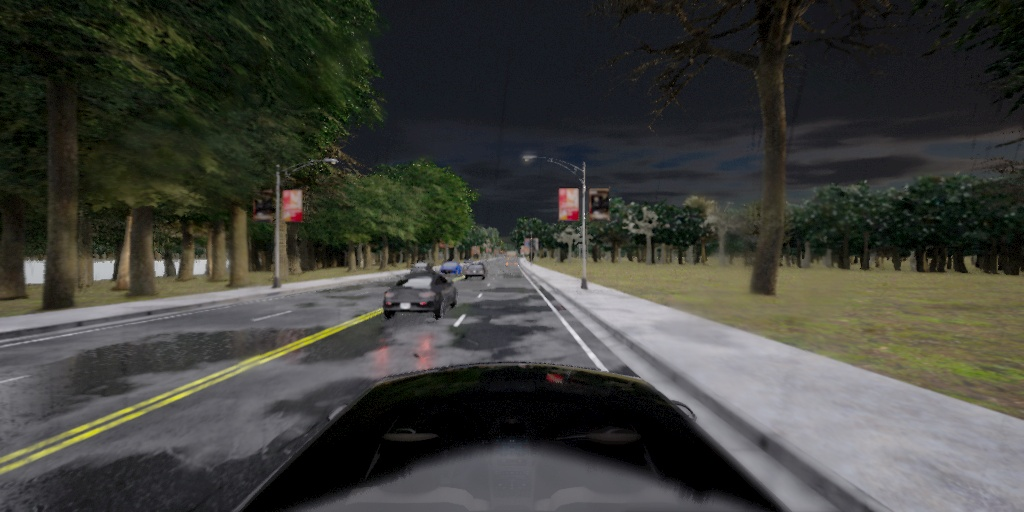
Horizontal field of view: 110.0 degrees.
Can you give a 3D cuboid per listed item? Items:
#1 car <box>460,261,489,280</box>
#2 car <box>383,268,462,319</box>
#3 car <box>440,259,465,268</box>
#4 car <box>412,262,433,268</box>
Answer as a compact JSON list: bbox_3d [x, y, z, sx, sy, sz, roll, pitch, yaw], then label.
[{"bbox_3d":[-3.251,1.415,33.406,2.033,1.411,5.357,0,0,0],"label":"car"},{"bbox_3d":[-3.158,1.316,12.932,1.812,1.442,4.674,0,0,0],"label":"car"},{"bbox_3d":[-6.710,1.370,39.508,1.882,1.535,5.008,0,0,0],"label":"car"},{"bbox_3d":[-9.960,1.420,39.908,1.812,1.442,4.674,0,0,0],"label":"car"}]
